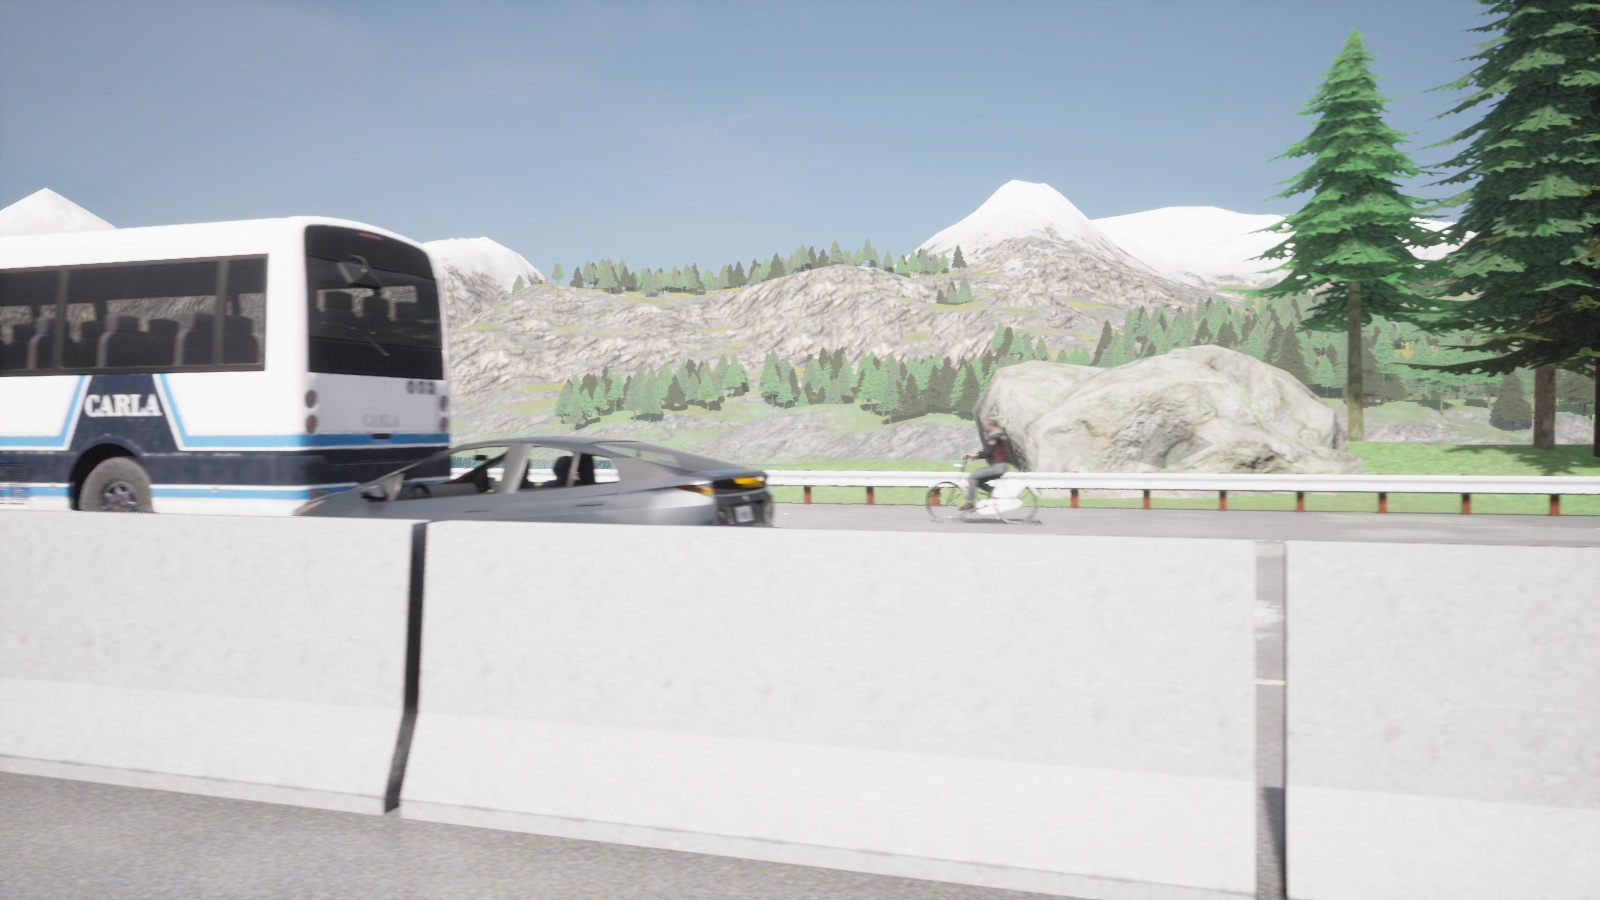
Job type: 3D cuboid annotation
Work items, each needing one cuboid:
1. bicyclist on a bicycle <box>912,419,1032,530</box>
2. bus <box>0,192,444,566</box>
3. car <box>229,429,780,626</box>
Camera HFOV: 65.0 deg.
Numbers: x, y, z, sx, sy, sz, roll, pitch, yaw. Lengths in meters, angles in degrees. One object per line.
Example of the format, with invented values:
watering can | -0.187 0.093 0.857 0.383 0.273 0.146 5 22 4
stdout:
bicyclist on a bicycle | 2.833 0.376 20.701 1.843 1.776 0.659 1 1 19
bus | -10.615 -0.876 17.824 10.273 4.253 3.944 1 1 19
car | -2.644 0.580 11.467 4.514 1.525 2.007 1 1 19
